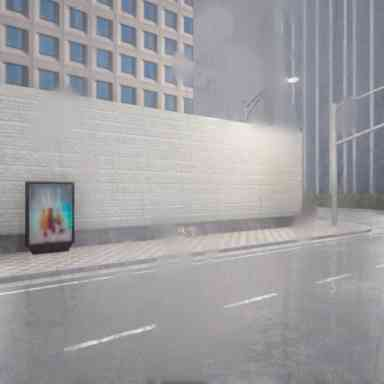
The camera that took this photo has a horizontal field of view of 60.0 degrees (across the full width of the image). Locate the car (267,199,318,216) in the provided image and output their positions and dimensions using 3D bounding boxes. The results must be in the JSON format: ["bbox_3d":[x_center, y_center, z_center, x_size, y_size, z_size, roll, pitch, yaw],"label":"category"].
[{"bbox_3d":[10.434,1.547,34.841,2.128,1.511,4.902,0,0,-36],"label":"car"}]

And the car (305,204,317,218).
[{"bbox_3d":[9.053,1.533,30.755,1.882,1.535,5.008,0,0,-36],"label":"car"}]

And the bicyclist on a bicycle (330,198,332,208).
[{"bbox_3d":[18.659,1.356,43.935,1.656,1.620,0.582,0,0,-36],"label":"bicyclist on a bicycle"}]
